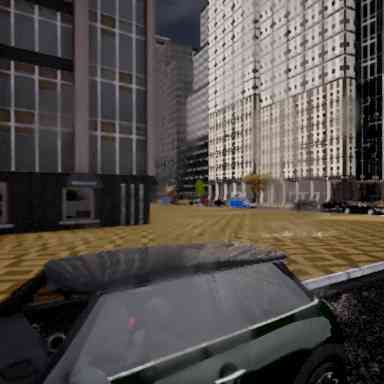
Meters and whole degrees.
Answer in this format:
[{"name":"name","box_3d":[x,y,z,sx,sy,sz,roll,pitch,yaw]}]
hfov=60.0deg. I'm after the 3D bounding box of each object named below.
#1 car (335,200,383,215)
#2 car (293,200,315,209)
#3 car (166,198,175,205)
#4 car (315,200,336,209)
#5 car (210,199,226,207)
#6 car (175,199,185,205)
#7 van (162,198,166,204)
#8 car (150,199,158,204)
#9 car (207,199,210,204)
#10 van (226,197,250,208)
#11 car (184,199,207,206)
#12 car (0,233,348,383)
[{"name":"car","box_3d":[16.938,1.579,32.814,2.008,1.369,4.403,-1,0,-24]},{"name":"car","box_3d":[17.615,1.847,51.643,1.947,1.339,4.313,-1,0,-24]},{"name":"car","box_3d":[-3.934,2.408,78.931,1.887,1.381,4.507,-1,0,-24]},{"name":"car","box_3d":[19.934,1.756,46.519,1.947,1.339,4.313,-1,0,-24]},{"name":"car","box_3d":[5.789,2.122,63.999,1.812,1.442,4.674,0,-1,-24]},{"name":"car","box_3d":[-1.546,2.289,73.653,1.752,1.417,4.829,-1,0,-24]},{"name":"van","box_3d":[-6.258,2.302,84.056,1.690,1.788,3.998,-1,0,-24]},{"name":"car","box_3d":[-10.891,2.700,94.302,1.887,1.381,4.507,-1,0,-24]},{"name":"car","box_3d":[3.701,2.428,82.387,1.802,1.307,4.206,-1,0,-24]},{"name":"van","box_3d":[7.656,1.731,53.313,1.690,1.788,3.998,-1,0,-24]},{"name":"car","box_3d":[0.704,2.222,68.683,2.008,1.369,4.403,-1,0,-24]},{"name":"car","box_3d":[-0.742,1.344,2.808,4.553,1.767,2.097,0,0,-35]}]
